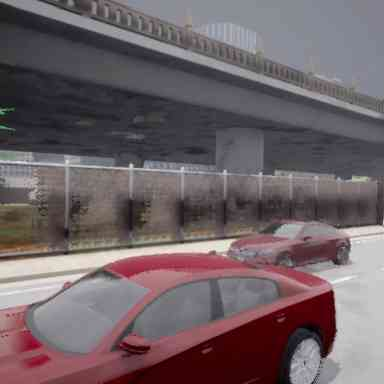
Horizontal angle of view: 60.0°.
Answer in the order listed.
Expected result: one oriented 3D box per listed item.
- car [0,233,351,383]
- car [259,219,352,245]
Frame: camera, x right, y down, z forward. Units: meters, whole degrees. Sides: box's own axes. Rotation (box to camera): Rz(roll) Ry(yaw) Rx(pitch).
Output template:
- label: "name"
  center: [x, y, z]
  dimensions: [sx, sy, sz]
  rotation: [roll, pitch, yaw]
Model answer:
- label: "car"
  center: [-0.424, 1.496, 3.685]
  dimensions: [5.008, 1.535, 1.882]
  rotation: [1, 0, -35]
- label: "car"
  center: [3.242, 1.620, 10.571]
  dimensions: [4.674, 1.442, 1.812]
  rotation: [1, 0, -35]
